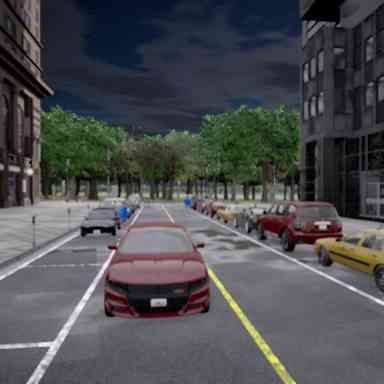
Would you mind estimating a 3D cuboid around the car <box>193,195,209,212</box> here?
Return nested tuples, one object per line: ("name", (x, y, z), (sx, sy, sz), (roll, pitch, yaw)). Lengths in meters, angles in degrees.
("car", (1.648, 1.407, 35.470), (1.967, 1.590, 4.097), (0, 0, -7))

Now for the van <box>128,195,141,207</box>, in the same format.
("van", (-8.762, 1.307, 50.650), (1.690, 1.788, 3.998), (0, 0, -7))

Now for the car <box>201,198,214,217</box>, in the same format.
("car", (2.297, 1.515, 30.072), (1.887, 1.381, 4.507), (0, 0, -7))

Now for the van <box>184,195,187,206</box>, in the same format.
("van", (0.351, 1.303, 46.268), (1.690, 1.788, 3.998), (0, 0, -7))

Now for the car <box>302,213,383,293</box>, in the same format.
("car", (4.872, 1.513, 8.646), (1.752, 1.417, 4.829), (0, 0, -7))

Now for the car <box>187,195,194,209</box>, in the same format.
("car", (0.999, 1.279, 40.869), (2.192, 1.841, 5.009), (0, 0, -7))

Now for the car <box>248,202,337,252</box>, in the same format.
("car", (4.243, 1.298, 13.875), (2.192, 1.841, 5.009), (0, 0, -7))

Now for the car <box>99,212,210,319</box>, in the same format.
("car", (-0.821, 1.470, 7.725), (1.882, 1.535, 5.008), (0, 0, -7))

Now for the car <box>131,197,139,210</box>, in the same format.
("car", (-6.816, 1.539, 34.454), (1.947, 1.339, 4.313), (0, 0, -7))

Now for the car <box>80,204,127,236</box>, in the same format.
("car", (-4.870, 1.551, 18.258), (1.947, 1.339, 4.313), (0, 0, -7))

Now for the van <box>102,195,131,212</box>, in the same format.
("van", (-5.519, 1.322, 23.656), (1.690, 1.788, 3.998), (0, 0, -7))

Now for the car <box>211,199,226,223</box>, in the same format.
("car", (2.925, 1.499, 24.842), (1.752, 1.417, 4.829), (0, 0, -7))

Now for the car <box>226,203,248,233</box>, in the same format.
("car", (3.595, 1.529, 19.274), (2.008, 1.369, 4.403), (0, 0, -7))

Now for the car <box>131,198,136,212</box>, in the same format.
("car", (-6.147, 1.502, 28.887), (1.752, 1.417, 4.829), (0, 0, -7))

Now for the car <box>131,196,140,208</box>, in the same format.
("car", (-7.444, 1.496, 39.684), (1.752, 1.417, 4.829), (0, 0, -7))

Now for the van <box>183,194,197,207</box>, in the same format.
("van", (-0.298, 1.300, 51.667), (1.690, 1.788, 3.998), (0, 0, -7))
